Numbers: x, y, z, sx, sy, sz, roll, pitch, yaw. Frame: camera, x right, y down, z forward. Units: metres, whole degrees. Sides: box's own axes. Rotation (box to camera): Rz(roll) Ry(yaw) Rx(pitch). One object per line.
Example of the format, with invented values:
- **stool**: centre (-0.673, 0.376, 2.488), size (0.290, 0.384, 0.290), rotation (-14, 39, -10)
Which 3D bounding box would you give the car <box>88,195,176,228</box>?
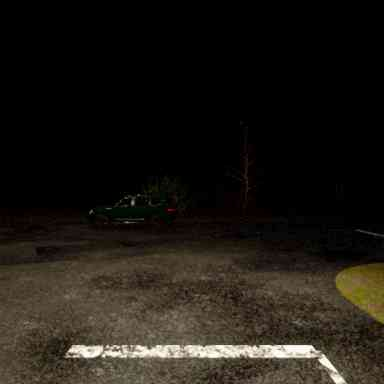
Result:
- **car**: centre (-3.803, 1.222, 21.601), size (5.566, 2.045, 2.150), rotation (0, 0, -1)
